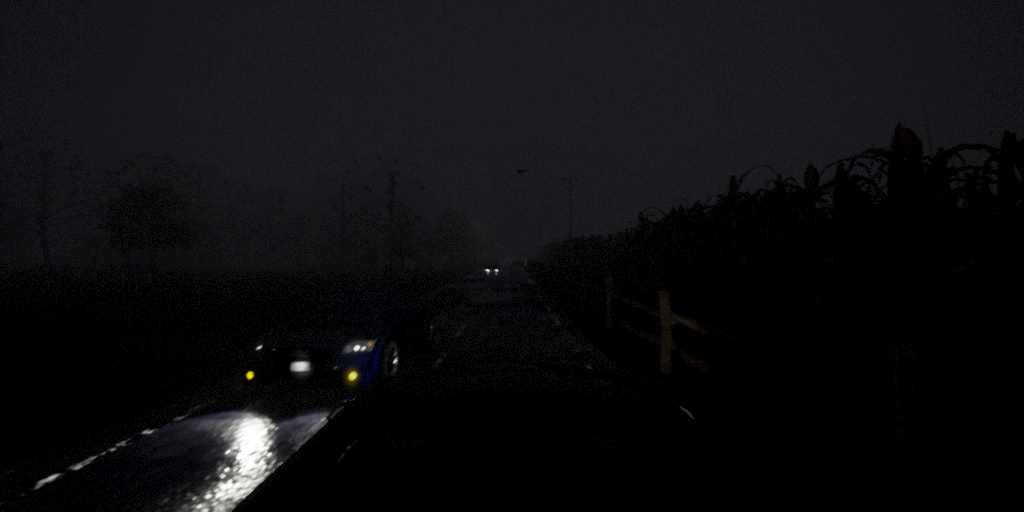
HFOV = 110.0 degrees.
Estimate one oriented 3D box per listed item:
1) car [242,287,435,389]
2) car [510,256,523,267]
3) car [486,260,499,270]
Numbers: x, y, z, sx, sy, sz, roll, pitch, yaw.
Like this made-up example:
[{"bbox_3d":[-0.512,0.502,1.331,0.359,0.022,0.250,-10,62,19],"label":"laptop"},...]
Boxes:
[{"bbox_3d":[-2.834,1.313,6.858,1.994,1.385,4.181,0,0,1],"label":"car"},{"bbox_3d":[0.958,1.150,62.683,1.882,1.535,5.008,0,0,0],"label":"car"},{"bbox_3d":[-2.820,1.242,53.036,2.033,1.411,5.357,0,0,1],"label":"car"}]
